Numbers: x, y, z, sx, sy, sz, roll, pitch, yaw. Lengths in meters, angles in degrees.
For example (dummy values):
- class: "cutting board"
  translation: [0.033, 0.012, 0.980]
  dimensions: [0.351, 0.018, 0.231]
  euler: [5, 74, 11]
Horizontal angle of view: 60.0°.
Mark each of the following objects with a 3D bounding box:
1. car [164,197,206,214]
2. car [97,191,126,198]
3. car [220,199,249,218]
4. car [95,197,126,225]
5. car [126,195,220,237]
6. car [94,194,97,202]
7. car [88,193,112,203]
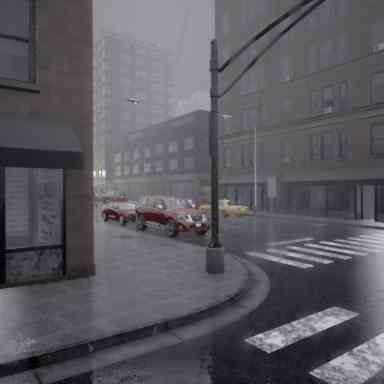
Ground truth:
- class: "car"
  translation: [-0.695, 1.203, 30.952]
  dimensions: [1.802, 1.307, 4.206]
  euler: [1, 0, -36]
- class: "car"
  translation: [-10.333, 0.717, 44.274]
  dimensions: [2.192, 1.841, 5.009]
  euler: [1, 0, -36]
- class: "car"
  translation: [2.419, 1.222, 26.648]
  dimensions: [1.752, 1.417, 4.829]
  euler: [1, 0, -36]
- class: "car"
  translation: [-4.393, 1.288, 21.520]
  dimensions: [1.887, 1.381, 4.507]
  euler: [1, 0, -36]
- class: "car"
  translation: [-1.175, 1.138, 17.079]
  dimensions: [2.192, 1.841, 5.009]
  euler: [1, 0, -36]
- class: "car"
  translation: [-14.228, 0.882, 45.174]
  dimensions: [1.837, 1.490, 4.892]
  euler: [0, 1, -35]
- class: "car"
  translation: [-13.549, 0.883, 48.717]
  dimensions: [2.008, 1.369, 4.403]
  euler: [1, 0, -36]
